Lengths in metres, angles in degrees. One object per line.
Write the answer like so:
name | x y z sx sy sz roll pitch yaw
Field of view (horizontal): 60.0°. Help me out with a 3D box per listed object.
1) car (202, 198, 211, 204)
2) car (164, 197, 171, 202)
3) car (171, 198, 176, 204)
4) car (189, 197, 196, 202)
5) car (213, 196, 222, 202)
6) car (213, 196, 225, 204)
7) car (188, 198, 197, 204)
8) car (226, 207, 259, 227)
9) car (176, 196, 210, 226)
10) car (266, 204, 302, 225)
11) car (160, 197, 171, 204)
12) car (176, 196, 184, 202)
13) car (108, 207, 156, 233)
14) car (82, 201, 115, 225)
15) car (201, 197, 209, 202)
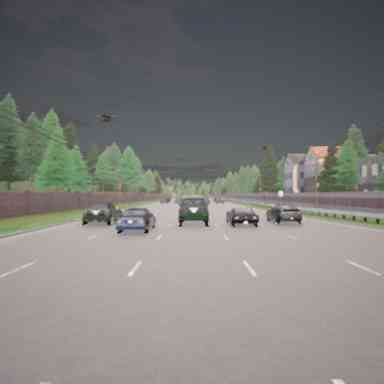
car | 3.586 2.224 83.737 1.994 1.385 4.181 0 0 0
car | -6.903 2.091 93.752 1.837 1.490 4.892 0 0 0
car | -3.414 2.192 83.327 2.128 1.511 4.902 0 0 0
car | 0.097 2.187 93.774 1.895 1.301 4.718 0 0 0
car | 7.097 1.947 93.709 2.097 1.767 4.553 0 0 0
car | 7.086 2.267 83.763 1.895 1.301 4.718 0 0 0
car | 0.086 2.206 83.324 2.033 1.411 5.357 0 0 0
car | 3.625 1.802 24.681 1.895 1.301 4.718 0 0 0
car | 0.126 1.428 25.399 2.150 2.045 5.566 0 0 0
car | 7.127 1.704 26.102 2.128 1.511 4.902 0 0 0
car | -6.914 2.191 83.331 2.128 1.511 4.902 0 0 0
car | -3.403 1.946 93.720 2.097 1.767 4.553 0 0 0
car | -3.379 1.716 20.712 2.033 1.411 5.357 0 0 0
car | -6.873 1.562 25.869 2.097 1.767 4.553 0 0 0
car | 3.597 2.132 93.741 2.033 1.411 5.357 0 0 0
